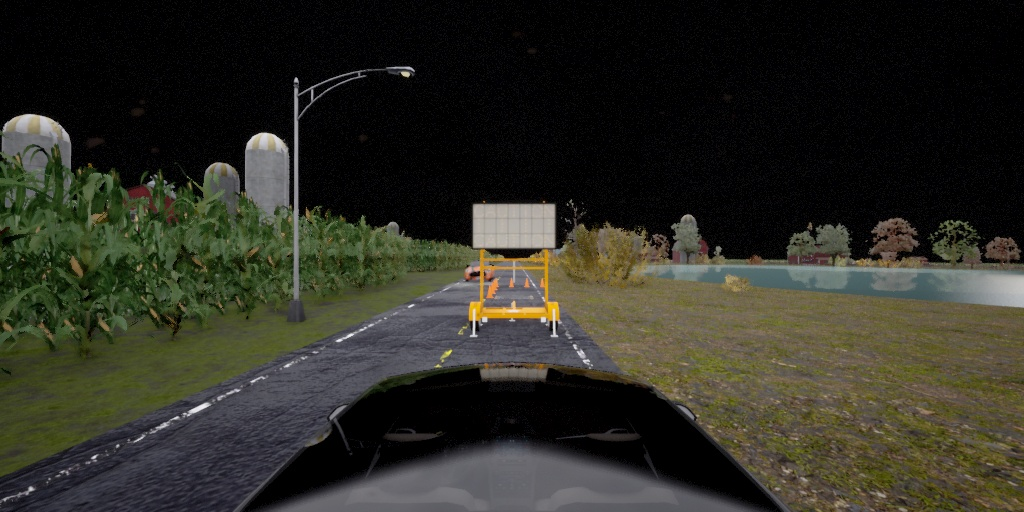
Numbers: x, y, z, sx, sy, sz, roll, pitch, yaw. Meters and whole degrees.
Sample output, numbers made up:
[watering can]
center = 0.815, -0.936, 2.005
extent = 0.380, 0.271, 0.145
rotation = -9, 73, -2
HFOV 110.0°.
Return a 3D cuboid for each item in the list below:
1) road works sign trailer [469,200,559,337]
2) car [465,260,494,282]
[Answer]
[road works sign trailer]
center = 0.061, 0.217, 10.274
extent = 2.380, 3.560, 2.880
rotation = 0, 0, 0
[car]
center = -2.575, 1.126, 29.194
extent = 2.097, 1.767, 4.553
rotation = 0, 0, 0
